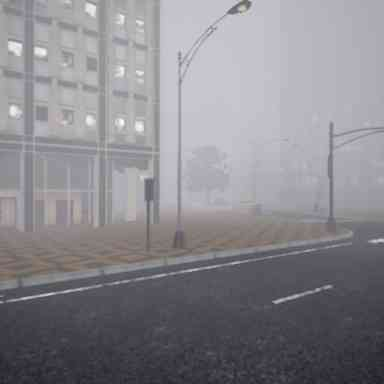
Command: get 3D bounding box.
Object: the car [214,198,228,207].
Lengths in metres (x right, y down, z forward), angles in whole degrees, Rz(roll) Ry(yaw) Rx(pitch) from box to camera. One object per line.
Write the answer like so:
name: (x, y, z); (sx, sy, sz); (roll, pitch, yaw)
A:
car: (5.385, 1.956, 62.727); (2.128, 1.511, 4.902); (0, 0, -7)

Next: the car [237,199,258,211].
car: (7.588, 1.792, 45.774); (1.882, 1.535, 5.008); (0, 0, -7)
